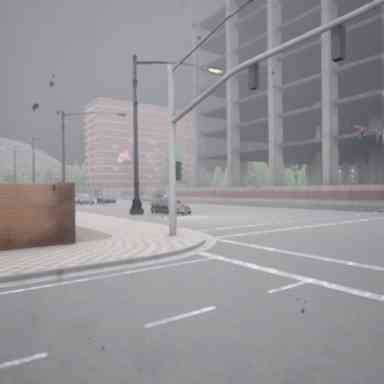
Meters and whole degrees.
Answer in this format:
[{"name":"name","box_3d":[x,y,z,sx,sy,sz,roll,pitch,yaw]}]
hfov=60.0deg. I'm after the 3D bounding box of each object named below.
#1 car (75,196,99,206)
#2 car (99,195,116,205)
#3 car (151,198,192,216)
[{"name":"car","box_3d":[-15.956,1.309,49.451,1.812,1.442,4.674,-1,1,-35]},{"name":"car","box_3d":[-13.421,1.206,51.841,1.882,1.535,5.008,-1,0,-34]},{"name":"car","box_3d":[-1.897,1.344,29.273,1.837,1.490,4.892,-1,2,-35]}]
